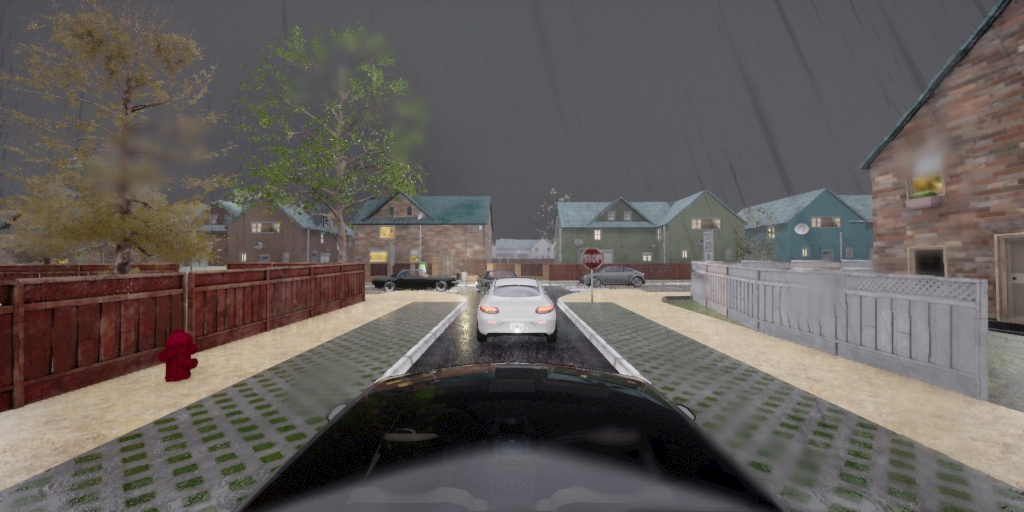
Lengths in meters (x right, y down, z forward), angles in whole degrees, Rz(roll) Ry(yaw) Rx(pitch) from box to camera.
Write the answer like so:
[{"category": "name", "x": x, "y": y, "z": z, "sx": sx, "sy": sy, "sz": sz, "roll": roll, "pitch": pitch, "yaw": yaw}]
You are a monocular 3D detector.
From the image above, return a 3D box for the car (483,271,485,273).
[{"category": "car", "x": -0.747, "y": 1.366, "z": 18.489, "sx": 1.895, "sy": 1.301, "sz": 4.718, "roll": 0, "pitch": -1, "yaw": -12}]

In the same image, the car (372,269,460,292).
[{"category": "car", "x": -5.472, "y": 1.417, "z": 20.876, "sx": 4.718, "sy": 1.301, "sz": 1.895, "roll": -1, "pitch": -1, "yaw": 1}]

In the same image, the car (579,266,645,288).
[{"category": "car", "x": 6.551, "y": 1.344, "z": 23.660, "sx": 4.181, "sy": 1.385, "sz": 1.994, "roll": 0, "pitch": -1, "yaw": 1}]

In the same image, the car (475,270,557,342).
[{"category": "car", "x": 0.107, "y": 1.280, "z": 9.670, "sx": 1.812, "sy": 1.442, "sz": 4.674, "roll": 0, "pitch": 0, "yaw": 0}]

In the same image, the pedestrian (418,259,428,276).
[{"category": "pedestrian", "x": -6.687, "y": 1.119, "z": 26.762, "sx": 0.375, "sy": 1.860, "sz": 0.375, "roll": 0, "pitch": -1, "yaw": 1}]
